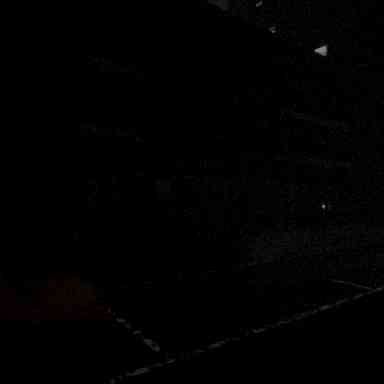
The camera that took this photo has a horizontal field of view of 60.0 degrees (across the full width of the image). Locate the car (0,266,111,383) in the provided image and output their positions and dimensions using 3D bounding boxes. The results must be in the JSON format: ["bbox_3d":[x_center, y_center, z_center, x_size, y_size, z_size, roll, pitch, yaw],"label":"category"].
[{"bbox_3d":[-3.385,1.525,3.659,4.829,1.417,1.752,0,2,-35],"label":"car"}]
